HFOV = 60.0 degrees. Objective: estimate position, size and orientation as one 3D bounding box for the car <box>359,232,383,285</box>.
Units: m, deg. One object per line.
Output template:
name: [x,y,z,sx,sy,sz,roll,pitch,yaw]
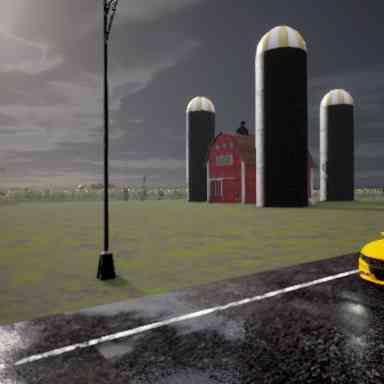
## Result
car: [6.173,1.437,8.377,5.008,1.535,1.882,0,0,-36]
